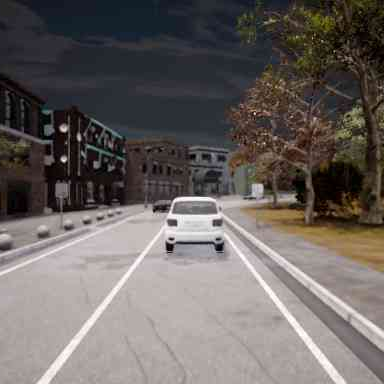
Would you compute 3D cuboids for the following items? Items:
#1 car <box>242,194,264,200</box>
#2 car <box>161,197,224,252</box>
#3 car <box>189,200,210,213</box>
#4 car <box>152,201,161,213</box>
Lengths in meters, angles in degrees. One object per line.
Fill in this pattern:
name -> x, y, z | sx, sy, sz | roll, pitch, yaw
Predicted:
car -> 13.660, 1.075, 74.117 | 5.357, 1.411, 2.033 | -1, 0, -35
car -> 0.100, 1.222, 14.034 | 2.150, 2.045, 5.566 | 0, 0, 0
car -> 0.962, 1.599, 38.305 | 1.895, 1.301, 4.718 | 0, 0, 8
car -> -3.100, 1.605, 36.256 | 1.895, 1.301, 4.718 | 0, 0, 4
